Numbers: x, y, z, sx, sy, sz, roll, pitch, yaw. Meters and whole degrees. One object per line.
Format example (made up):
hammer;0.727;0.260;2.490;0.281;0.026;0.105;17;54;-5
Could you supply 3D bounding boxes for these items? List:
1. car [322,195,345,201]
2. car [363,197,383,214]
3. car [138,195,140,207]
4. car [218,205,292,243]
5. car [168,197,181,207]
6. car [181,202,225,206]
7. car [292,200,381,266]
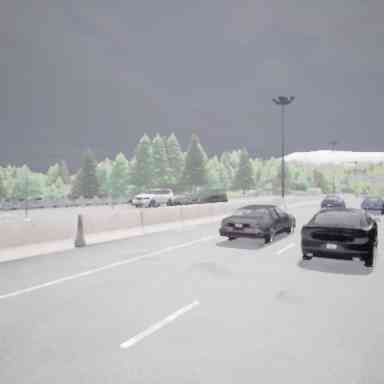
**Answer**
car;13.787;1.061;32.523;1.812;1.442;4.674;1;1;31
car;15.877;1.119;29.196;2.033;1.411;5.357;1;1;31
car;-4.161;0.642;36.974;2.150;2.045;5.566;1;1;31
car;3.016;1.253;14.481;2.033;1.411;5.357;1;1;31
car;-0.536;1.006;36.215;1.994;1.385;4.181;1;1;31
car;1.606;0.701;32.980;2.150;2.045;5.566;1;1;31
car;4.944;1.243;10.881;1.882;1.535;5.008;1;1;31
